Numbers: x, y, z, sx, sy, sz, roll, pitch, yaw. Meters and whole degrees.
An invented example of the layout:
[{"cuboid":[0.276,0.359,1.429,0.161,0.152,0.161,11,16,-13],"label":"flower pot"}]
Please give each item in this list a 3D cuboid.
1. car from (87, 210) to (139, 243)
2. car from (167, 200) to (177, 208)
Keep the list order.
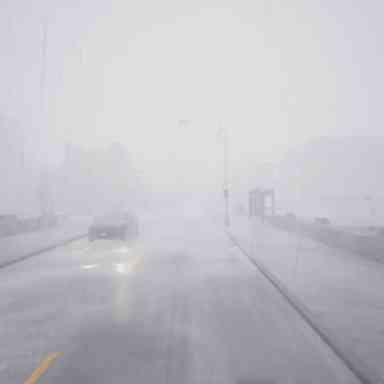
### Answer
[{"cuboid":[-4.060,1.726,17.843,1.882,1.535,5.008,0,-1,0],"label":"car"},{"cuboid":[-4.024,2.442,66.828,2.128,1.511,4.902,0,-1,0],"label":"car"}]
